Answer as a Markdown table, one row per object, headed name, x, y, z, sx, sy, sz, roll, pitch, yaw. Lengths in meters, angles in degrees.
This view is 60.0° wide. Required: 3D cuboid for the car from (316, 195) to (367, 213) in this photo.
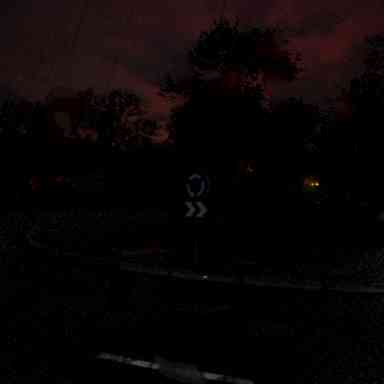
| name | x | y | z | sx | sy | sz | roll | pitch | yaw |
| --- | --- | --- | --- | --- | --- | --- | --- | --- | --- |
| car | 16.930 | 1.325 | 37.495 | 5.566 | 2.045 | 2.150 | -1 | -1 | 38 |
